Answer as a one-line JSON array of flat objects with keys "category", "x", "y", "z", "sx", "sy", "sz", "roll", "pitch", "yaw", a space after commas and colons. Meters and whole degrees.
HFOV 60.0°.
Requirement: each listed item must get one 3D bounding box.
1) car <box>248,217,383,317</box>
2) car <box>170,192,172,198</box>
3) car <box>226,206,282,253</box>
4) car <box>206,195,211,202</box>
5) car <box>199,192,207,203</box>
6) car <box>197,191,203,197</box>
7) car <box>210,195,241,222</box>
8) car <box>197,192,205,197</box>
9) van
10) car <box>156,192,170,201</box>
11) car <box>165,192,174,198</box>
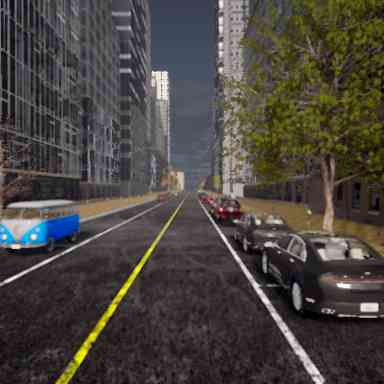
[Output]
[{"category": "car", "x": 2.677, "y": 1.491, "z": 7.207, "sx": 2.008, "sy": 1.369, "sz": 4.403, "roll": 0, "pitch": 0, "yaw": 0}, {"category": "car", "x": -5.857, "y": 0.941, "z": 69.809, "sx": 1.802, "sy": 1.307, "sz": 4.206, "roll": 0, "pitch": 1, "yaw": 0}, {"category": "car", "x": 2.663, "y": 1.442, "z": 12.899, "sx": 2.008, "sy": 1.369, "sz": 4.403, "roll": 0, "pitch": 1, "yaw": 0}, {"category": "car", "x": 2.621, "y": 1.178, "z": 29.975, "sx": 1.967, "sy": 1.590, "sz": 4.097, "roll": 0, "pitch": 1, "yaw": 0}, {"category": "car", "x": 2.565, "y": 1.071, "z": 52.745, "sx": 1.887, "sy": 1.381, "sz": 4.507, "roll": 0, "pitch": 1, "yaw": 0}, {"category": "car", "x": 2.523, "y": 0.921, "z": 69.821, "sx": 1.947, "sy": 1.339, "sz": 4.313, "roll": 0, "pitch": 1, "yaw": 0}, {"category": "car", "x": 2.635, "y": 1.230, "z": 24.283, "sx": 1.967, "sy": 1.590, "sz": 4.097, "roll": 0, "pitch": 1, "yaw": 0}, {"category": "car", "x": 2.468, "y": 0.685, "z": 92.588, "sx": 1.947, "sy": 1.339, "sz": 4.313, "roll": 0, "pitch": 1, "yaw": 0}, {"category": "van", "x": -5.718, "y": 1.237, "z": 12.881, "sx": 1.690, "sy": 1.788, "sz": 3.998, "roll": 0, "pitch": 0, "yaw": 0}, {"category": "car", "x": -5.843, "y": 0.962, "z": 64.115, "sx": 1.887, "sy": 1.381, "sz": 4.507, "roll": 0, "pitch": 1, "yaw": 0}, {"category": "car", "x": -5.899, "y": 0.749, "z": 86.885, "sx": 1.947, "sy": 1.339, "sz": 4.313, "roll": 0, "pitch": 1, "yaw": 0}]
